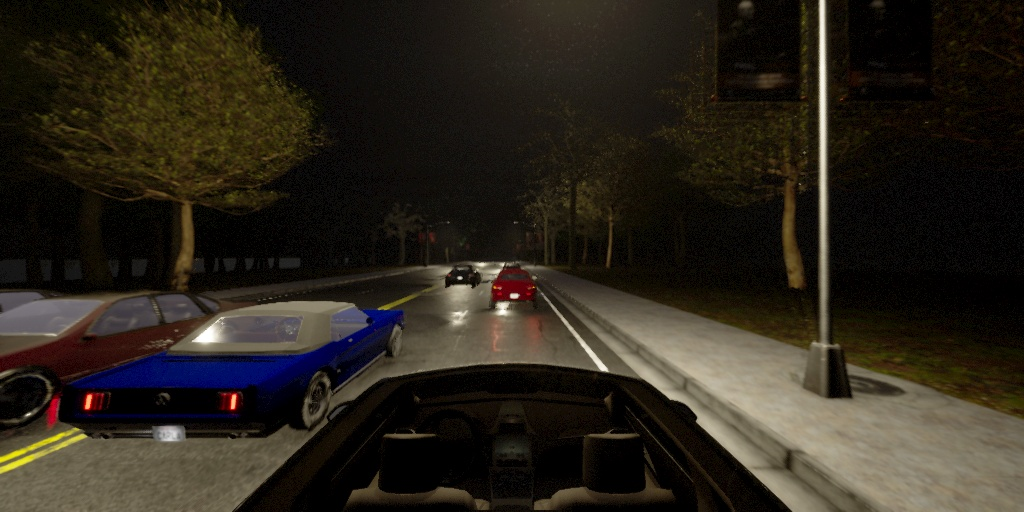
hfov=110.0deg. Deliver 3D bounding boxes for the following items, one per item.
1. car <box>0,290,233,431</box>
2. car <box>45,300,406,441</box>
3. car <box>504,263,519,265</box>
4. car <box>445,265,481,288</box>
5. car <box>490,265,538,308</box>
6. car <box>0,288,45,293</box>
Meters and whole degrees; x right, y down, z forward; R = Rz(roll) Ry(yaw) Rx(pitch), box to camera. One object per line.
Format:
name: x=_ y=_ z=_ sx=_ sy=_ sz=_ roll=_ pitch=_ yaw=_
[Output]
car: x=-6.606 y=1.297 z=5.831 sx=2.033 sy=1.411 sz=5.357 roll=0 pitch=0 yaw=0
car: x=-3.154 y=1.350 z=5.521 sx=1.895 sy=1.301 sz=4.718 roll=0 pitch=0 yaw=0
car: x=-0.034 y=1.354 z=37.341 sx=1.895 sy=1.301 sz=4.718 roll=0 pitch=0 yaw=0
car: x=-3.207 y=1.313 z=23.971 sx=1.994 sy=1.385 sz=4.181 roll=0 pitch=0 yaw=0
car: x=0.077 y=1.274 z=15.204 sx=1.812 sy=1.442 sz=4.674 roll=0 pitch=0 yaw=0
car: x=-9.854 y=1.297 z=6.238 sx=2.033 sy=1.411 sz=5.357 roll=0 pitch=0 yaw=0
